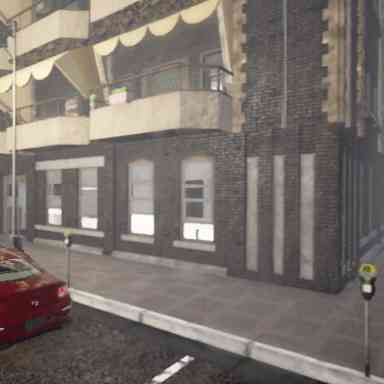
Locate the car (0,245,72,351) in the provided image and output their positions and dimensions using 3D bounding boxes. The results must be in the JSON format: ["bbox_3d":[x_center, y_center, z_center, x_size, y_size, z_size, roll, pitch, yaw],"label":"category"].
[{"bbox_3d":[-3.706,1.543,5.517,4.206,1.307,1.802,0,0,35],"label":"car"}]
